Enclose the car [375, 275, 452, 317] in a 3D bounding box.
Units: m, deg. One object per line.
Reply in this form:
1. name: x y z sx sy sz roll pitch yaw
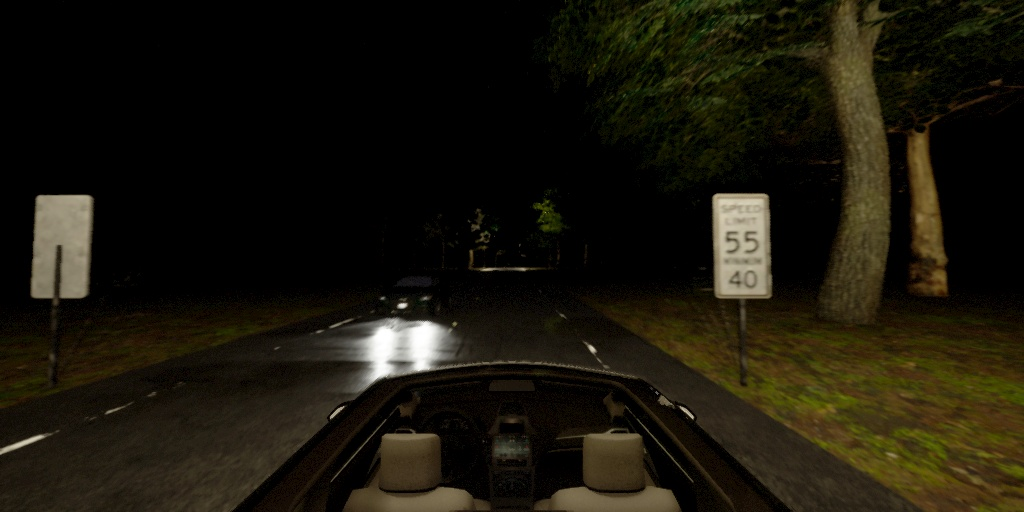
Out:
1. car: -3.496 1.409 13.416 1.994 1.385 4.181 0 -1 0
